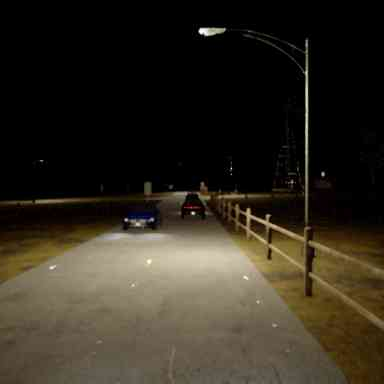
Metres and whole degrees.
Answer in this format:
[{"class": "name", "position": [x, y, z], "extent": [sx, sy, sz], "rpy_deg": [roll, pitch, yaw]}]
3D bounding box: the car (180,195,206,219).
[{"class": "car", "position": [0.096, 1.294, 27.062], "extent": [1.837, 1.490, 4.892], "rpy_deg": [0, 1, 0]}]

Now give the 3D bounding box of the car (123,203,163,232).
[{"class": "car", "position": [-2.797, 1.419, 19.648], "extent": [1.812, 1.442, 4.674], "rpy_deg": [0, 0, 0]}]

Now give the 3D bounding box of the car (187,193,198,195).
[{"class": "car", "position": [0.051, 0.837, 45.957], "extent": [1.882, 1.535, 5.008], "rpy_deg": [0, 2, 1]}]
